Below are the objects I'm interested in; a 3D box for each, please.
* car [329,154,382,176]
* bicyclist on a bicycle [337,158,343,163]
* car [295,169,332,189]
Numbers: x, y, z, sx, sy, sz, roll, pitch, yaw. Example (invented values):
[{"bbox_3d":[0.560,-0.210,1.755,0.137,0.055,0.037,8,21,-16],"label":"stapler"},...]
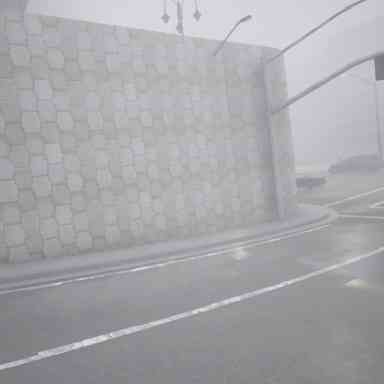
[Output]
[{"bbox_3d":[18.260,-3.017,37.499,2.150,2.045,5.566,-11,6,-35],"label":"car"},{"bbox_3d":[20.070,-3.820,44.860,1.656,1.620,0.582,-11,6,-35],"label":"bicyclist on a bicycle"},{"bbox_3d":[10.013,-1.014,30.942,1.895,1.301,4.718,-11,6,-35],"label":"car"}]
